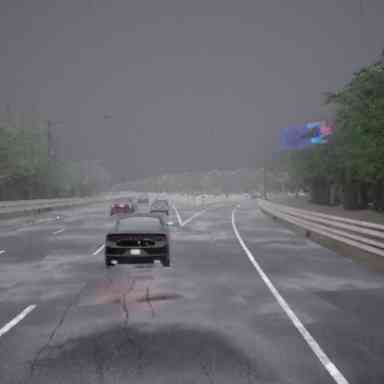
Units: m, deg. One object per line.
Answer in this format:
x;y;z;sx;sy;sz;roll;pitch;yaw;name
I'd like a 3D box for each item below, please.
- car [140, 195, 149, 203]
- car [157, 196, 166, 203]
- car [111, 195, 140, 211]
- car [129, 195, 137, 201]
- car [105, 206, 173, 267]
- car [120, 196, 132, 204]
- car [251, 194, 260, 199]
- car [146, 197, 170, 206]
-9.102;1.373;62.452;2.097;1.767;4.553;0;0;-6;car
-6.589;1.535;70.917;1.882;1.535;5.008;0;0;-7;car
-6.519;1.313;32.295;2.097;1.767;4.553;0;0;-4;car
-16.328;1.670;91.987;2.128;1.511;4.902;0;0;-8;car
-1.694;1.463;11.459;1.882;1.535;5.008;0;0;-4;car
-12.865;1.503;65.145;1.882;1.535;5.008;0;0;-6;car
17.286;1.223;90.488;1.837;1.490;4.892;0;0;25;car
-3.180;1.516;33.306;2.033;1.411;5.357;0;0;-4;car
